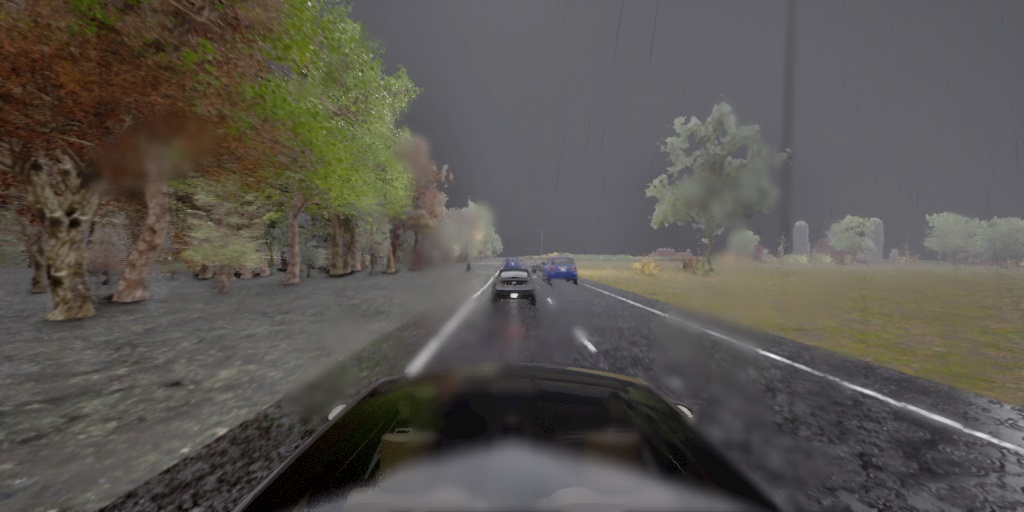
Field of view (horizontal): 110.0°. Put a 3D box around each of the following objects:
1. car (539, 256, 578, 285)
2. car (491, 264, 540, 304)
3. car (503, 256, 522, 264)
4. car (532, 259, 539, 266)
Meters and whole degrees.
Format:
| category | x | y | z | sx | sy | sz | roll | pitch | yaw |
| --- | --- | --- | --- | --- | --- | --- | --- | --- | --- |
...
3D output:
| category | x | y | z | sx | sy | sz | roll | pitch | yaw |
| --- | --- | --- | --- | --- | --- | --- | --- | --- | --- |
| car | 3.569 | 1.035 | 27.269 | 2.150 | 2.045 | 5.566 | 0 | 0 | 0 |
| car | 0.091 | 1.293 | 16.444 | 1.837 | 1.490 | 4.892 | 0 | 0 | 0 |
| car | 0.076 | 1.073 | 46.003 | 2.150 | 2.045 | 5.566 | 0 | 0 | 0 |
| car | 3.569 | 1.201 | 45.468 | 2.097 | 1.767 | 4.553 | 0 | 0 | 0 |
